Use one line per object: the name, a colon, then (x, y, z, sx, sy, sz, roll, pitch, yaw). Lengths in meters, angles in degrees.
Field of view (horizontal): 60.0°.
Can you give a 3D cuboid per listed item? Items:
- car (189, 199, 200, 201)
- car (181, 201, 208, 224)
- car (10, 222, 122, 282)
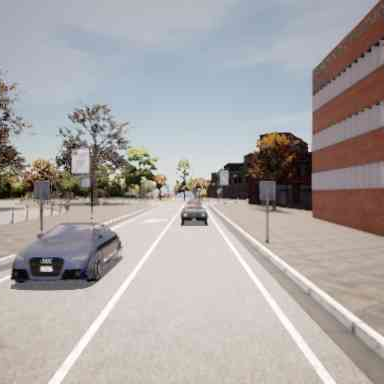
car: (0.282, 1.538, 41.022, 1.994, 1.385, 4.181, 0, 0, 0)
car: (0.169, 1.599, 24.833, 1.895, 1.301, 4.718, 0, 0, 0)
car: (-3.337, 1.573, 9.618, 1.994, 1.385, 4.181, 0, 0, 0)
